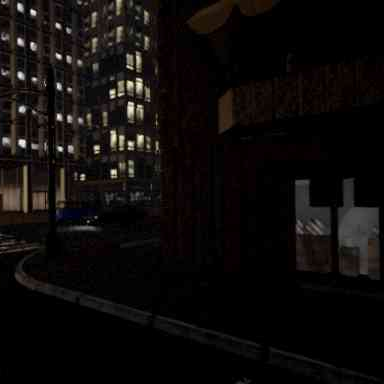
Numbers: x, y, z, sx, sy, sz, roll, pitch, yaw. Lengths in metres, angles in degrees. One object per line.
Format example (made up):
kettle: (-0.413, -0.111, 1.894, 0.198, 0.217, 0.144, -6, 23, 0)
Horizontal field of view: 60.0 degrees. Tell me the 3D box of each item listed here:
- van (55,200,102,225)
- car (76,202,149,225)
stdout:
van: (-8.702, 1.526, 25.523, 1.690, 1.788, 3.998, -2, -1, 36)
car: (-5.665, 1.678, 25.294, 2.033, 1.411, 5.357, -2, -1, 36)
